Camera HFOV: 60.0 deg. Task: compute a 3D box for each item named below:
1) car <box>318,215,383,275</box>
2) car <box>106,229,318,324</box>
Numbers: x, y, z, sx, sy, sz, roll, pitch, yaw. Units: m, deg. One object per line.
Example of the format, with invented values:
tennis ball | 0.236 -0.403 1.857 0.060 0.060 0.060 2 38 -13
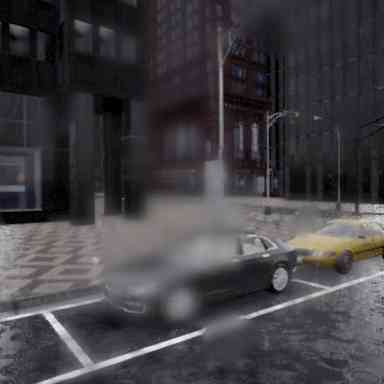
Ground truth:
car | 4.714 1.425 10.150 4.829 1.417 1.752 -1 0 -36
car | 0.402 1.506 6.997 4.403 1.369 2.008 -1 1 -36
